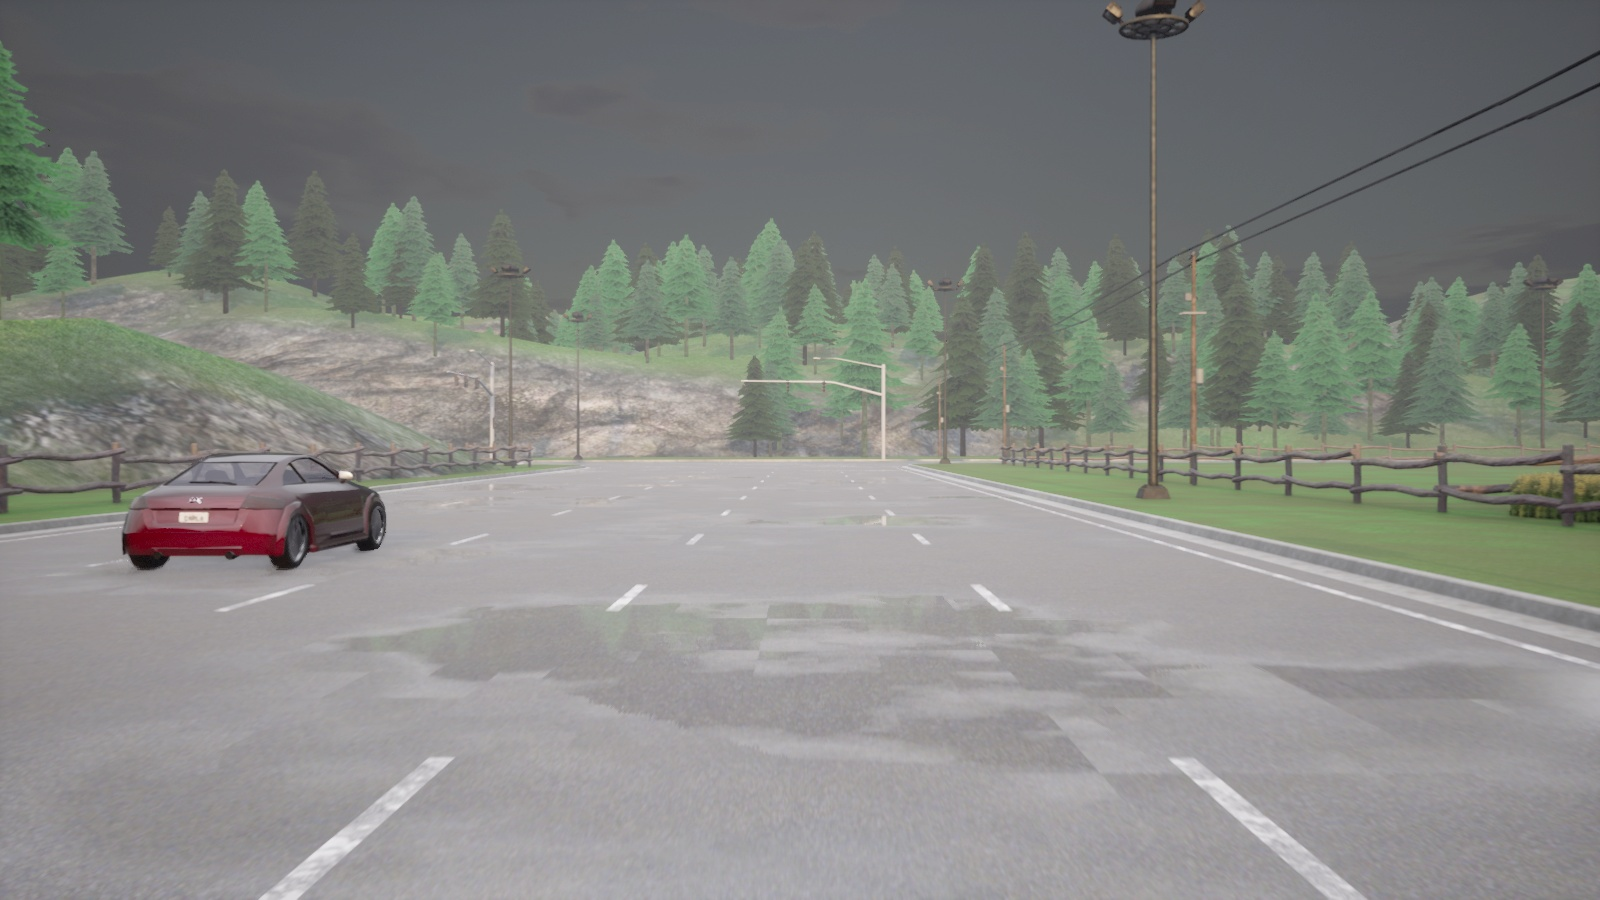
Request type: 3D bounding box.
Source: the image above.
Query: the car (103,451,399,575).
[{"bbox_3d":[-6.892,0.713,16.326,1.994,1.385,4.181,0,0,0],"label":"car"}]
